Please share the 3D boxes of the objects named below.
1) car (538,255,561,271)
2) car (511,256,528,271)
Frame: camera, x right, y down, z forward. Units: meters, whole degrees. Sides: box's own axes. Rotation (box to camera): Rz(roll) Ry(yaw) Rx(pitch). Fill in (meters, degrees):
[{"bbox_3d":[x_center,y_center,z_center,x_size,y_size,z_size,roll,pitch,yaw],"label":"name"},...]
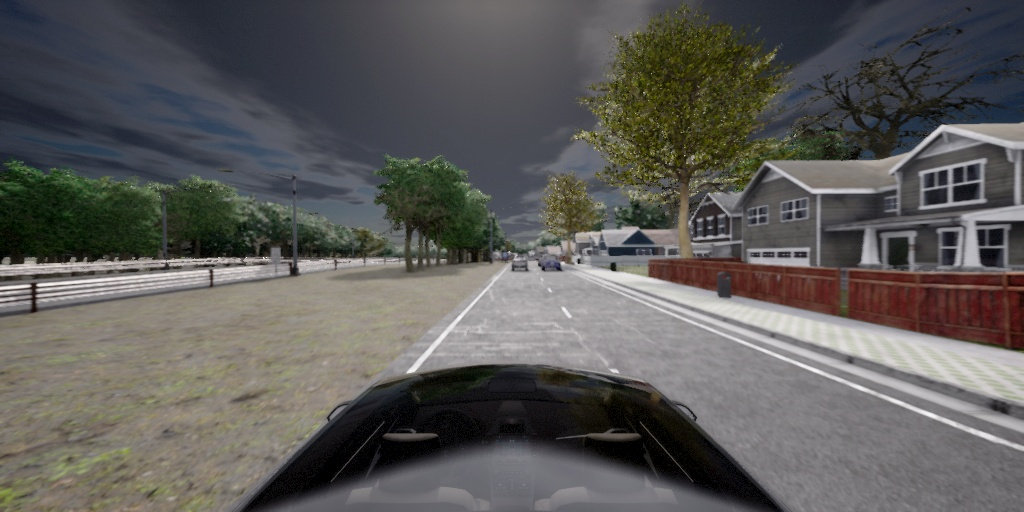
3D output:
[{"bbox_3d":[4.387,0.729,40.915,2.097,1.767,4.553,0,1,2],"label":"car"},{"bbox_3d":[0.879,0.869,40.625,2.128,1.511,4.902,0,1,2],"label":"car"}]
